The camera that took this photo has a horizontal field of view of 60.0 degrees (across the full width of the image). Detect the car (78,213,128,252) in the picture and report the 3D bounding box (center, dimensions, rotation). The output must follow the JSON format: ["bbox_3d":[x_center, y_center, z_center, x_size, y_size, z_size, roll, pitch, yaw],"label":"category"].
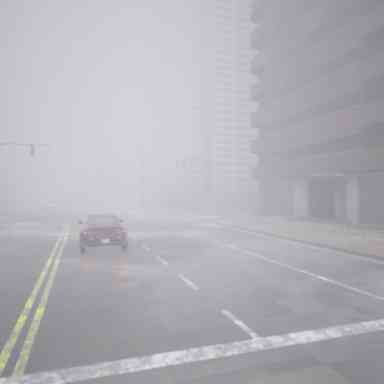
[{"bbox_3d":[-3.925,1.646,14.500,1.812,1.442,4.674,0,0,-18],"label":"car"}]

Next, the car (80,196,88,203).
[{"bbox_3d":[-27.670,2.254,85.392,1.895,1.301,4.718,0,0,-19],"label":"car"}]

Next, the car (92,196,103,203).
[{"bbox_3d":[-24.230,2.159,86.142,2.128,1.511,4.902,0,0,-19],"label":"car"}]

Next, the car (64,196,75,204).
[{"bbox_3d":[-30.281,1.887,82.165,2.150,2.045,5.566,0,0,-19],"label":"car"}]

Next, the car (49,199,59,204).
[{"bbox_3d":[-33.598,2.264,81.051,1.895,1.301,4.718,0,0,-19],"label":"car"}]
